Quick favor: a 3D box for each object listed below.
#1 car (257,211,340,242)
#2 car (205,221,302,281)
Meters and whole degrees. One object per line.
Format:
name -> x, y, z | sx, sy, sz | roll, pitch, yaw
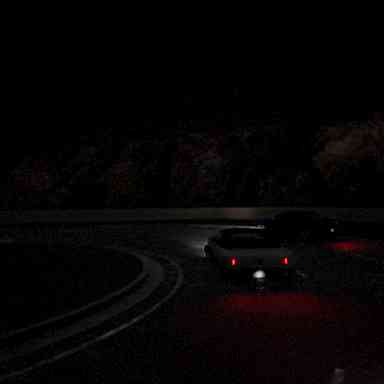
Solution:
car -> 5.654, 1.775, 18.472 | 1.882, 1.535, 5.008 | 1, -2, -30
car -> 1.557, 1.793, 10.459 | 1.895, 1.301, 4.718 | -1, -1, -3
